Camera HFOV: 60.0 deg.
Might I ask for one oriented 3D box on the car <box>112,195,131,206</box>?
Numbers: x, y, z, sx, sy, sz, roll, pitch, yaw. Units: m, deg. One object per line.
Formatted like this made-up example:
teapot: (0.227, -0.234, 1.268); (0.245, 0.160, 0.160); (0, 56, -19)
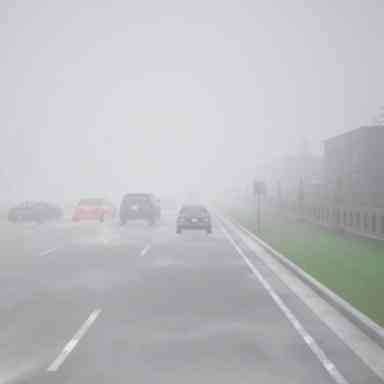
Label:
car: (-10.481, 1.202, 49.841); (1.812, 1.442, 4.674); (0, 1, 0)

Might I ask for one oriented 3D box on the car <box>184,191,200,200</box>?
car: (0.008, 0.907, 48.359); (2.150, 2.045, 5.566); (0, 0, 0)

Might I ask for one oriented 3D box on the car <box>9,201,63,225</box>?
car: (-10.396, 1.345, 22.559); (2.128, 1.511, 4.902); (0, 0, 0)

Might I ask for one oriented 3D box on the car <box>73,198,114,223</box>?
car: (-6.894, 1.195, 24.064); (2.097, 1.767, 4.553); (0, 0, 0)

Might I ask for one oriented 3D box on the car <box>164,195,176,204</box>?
car: (-3.481, 1.155, 49.590); (1.882, 1.535, 5.008); (0, 1, 0)

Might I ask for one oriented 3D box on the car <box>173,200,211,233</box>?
car: (0.104, 1.425, 18.693); (2.033, 1.411, 5.357); (0, 0, 0)

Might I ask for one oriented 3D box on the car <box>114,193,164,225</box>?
car: (-3.394, 1.074, 22.541); (2.150, 2.045, 5.566); (0, 0, 0)

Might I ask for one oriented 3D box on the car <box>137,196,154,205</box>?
car: (-6.977, 1.274, 50.378); (1.895, 1.301, 4.718); (0, 0, 0)
